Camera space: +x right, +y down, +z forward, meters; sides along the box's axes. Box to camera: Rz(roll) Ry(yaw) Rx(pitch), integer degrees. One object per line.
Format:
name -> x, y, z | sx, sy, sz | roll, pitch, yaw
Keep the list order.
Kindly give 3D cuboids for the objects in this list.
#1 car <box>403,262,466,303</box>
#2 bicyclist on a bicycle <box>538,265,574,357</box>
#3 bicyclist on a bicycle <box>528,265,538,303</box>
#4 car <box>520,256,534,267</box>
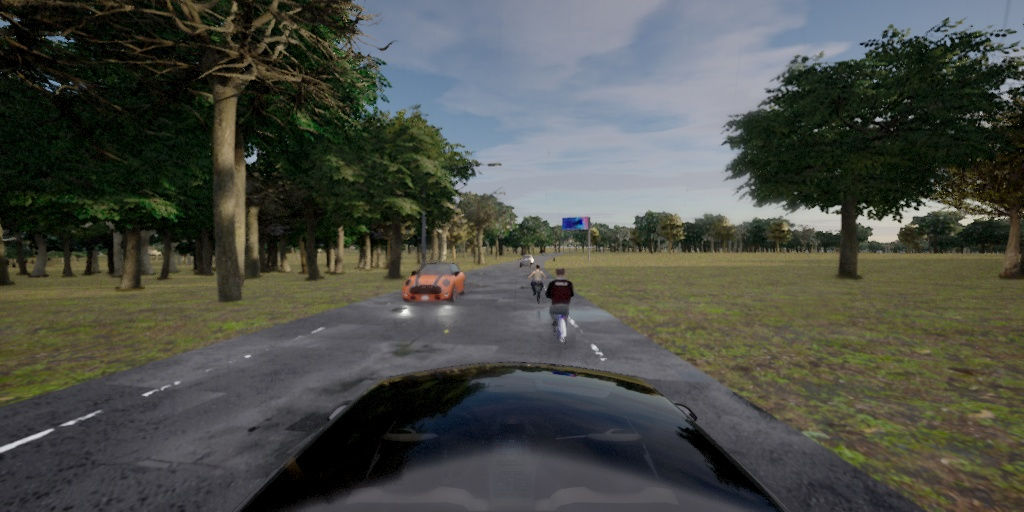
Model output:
car -> -3.423, 1.085, 16.556 | 2.097, 1.767, 4.553 | 0, 0, 1
bicyclist on a bicycle -> 1.004, 1.112, 7.631 | 0.659, 1.776, 1.843 | 0, 0, 0
bicyclist on a bicycle -> 1.097, 1.172, 15.387 | 0.866, 1.612, 1.509 | 0, 0, 1
car -> 2.300, 1.133, 60.613 | 2.128, 1.511, 4.902 | 0, 0, 4
